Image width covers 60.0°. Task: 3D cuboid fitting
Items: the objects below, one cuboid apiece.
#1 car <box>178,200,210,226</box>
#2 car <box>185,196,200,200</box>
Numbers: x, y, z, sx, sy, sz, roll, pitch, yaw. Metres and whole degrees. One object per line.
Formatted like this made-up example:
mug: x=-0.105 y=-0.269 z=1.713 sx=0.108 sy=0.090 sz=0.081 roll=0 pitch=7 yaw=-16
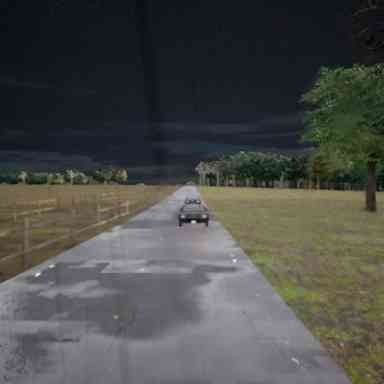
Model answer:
car: x=0.098 y=1.430 z=21.597 sx=1.895 sy=1.301 sz=4.718 roll=0 pitch=1 yaw=0
car: x=0.097 y=1.115 z=39.423 sx=1.895 sy=1.301 sz=4.718 roll=0 pitch=1 yaw=0
